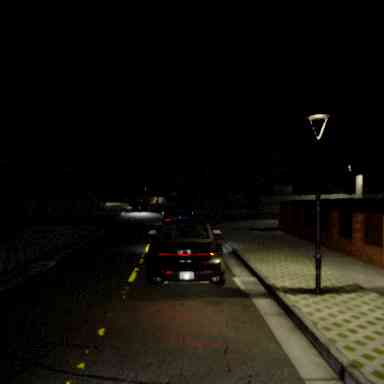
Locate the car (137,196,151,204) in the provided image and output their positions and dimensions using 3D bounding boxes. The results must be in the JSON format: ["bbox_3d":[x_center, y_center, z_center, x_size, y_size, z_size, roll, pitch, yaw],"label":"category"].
[{"bbox_3d":[-10.257,1.700,70.648,2.097,1.767,4.553,0,-1,-17],"label":"car"}]

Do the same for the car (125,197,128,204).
[{"bbox_3d":[-13.454,1.856,71.771,1.882,1.535,5.008,0,-1,-16],"label":"car"}]

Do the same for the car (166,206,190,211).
[{"bbox_3d":[-0.848,1.572,20.357,2.033,1.411,5.357,0,0,-5],"label":"car"}]

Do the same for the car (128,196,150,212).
[{"bbox_3d":[-6.514,1.626,41.299,2.128,1.511,4.902,0,0,-10],"label":"car"}]

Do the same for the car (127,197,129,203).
[{"bbox_3d":[-9.673,1.761,57.190,1.812,1.442,4.674,0,-1,-13],"label":"car"}]

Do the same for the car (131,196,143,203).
[{"bbox_3d":[-13.263,1.845,80.311,2.128,1.511,4.902,0,-1,-19],"label":"car"}]

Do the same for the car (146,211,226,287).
[{"bbox_3d":[-0.195,1.508,9.384,1.837,1.490,4.892,0,0,-2],"label":"car"}]
